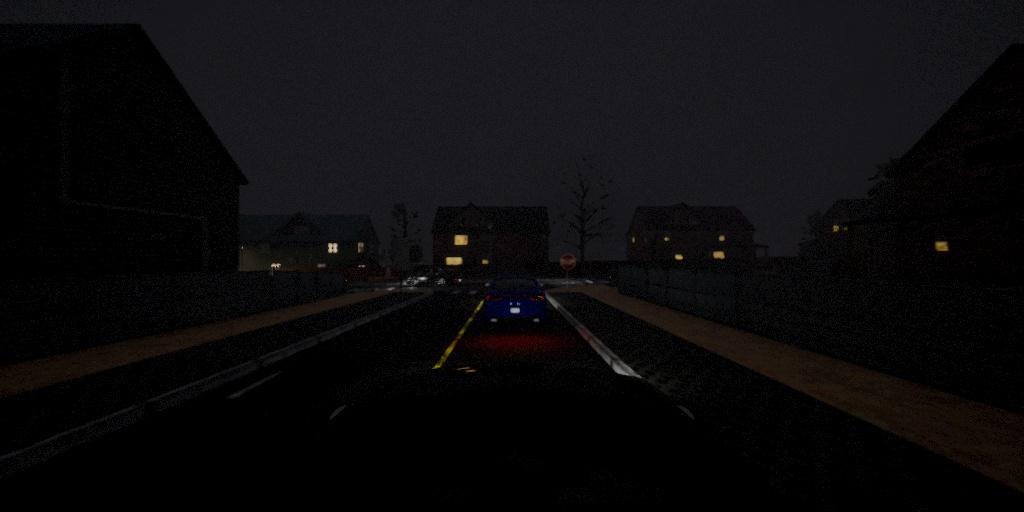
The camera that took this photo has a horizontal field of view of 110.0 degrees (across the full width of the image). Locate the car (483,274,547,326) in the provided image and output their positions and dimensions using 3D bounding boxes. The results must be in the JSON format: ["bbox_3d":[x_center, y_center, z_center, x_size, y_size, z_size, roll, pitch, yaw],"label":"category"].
[{"bbox_3d":[0.086,1.361,12.225,1.882,1.535,5.008,0,-1,0],"label":"car"}]

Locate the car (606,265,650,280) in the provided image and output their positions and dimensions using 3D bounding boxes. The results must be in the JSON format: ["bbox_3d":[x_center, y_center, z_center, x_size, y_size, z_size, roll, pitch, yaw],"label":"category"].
[{"bbox_3d":[10.362,1.402,29.833,4.718,1.301,1.895,-1,0,-1],"label":"car"}]

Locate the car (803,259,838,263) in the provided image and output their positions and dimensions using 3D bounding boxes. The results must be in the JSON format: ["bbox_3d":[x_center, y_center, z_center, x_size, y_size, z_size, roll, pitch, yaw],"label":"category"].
[{"bbox_3d":[25.653,0.989,29.907,5.357,1.411,2.033,-1,0,0],"label":"car"}]

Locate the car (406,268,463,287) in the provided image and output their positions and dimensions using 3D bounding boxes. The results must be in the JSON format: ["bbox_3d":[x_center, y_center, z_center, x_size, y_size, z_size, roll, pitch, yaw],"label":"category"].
[{"bbox_3d":[-6.356,1.704,29.225,4.892,1.490,1.837,-1,-3,24],"label":"car"}]

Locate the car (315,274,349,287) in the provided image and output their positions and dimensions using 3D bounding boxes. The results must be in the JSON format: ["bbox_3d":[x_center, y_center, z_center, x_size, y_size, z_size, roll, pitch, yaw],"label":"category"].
[{"bbox_3d":[-14.854,2.002,26.839,4.718,1.301,1.895,-1,0,0],"label":"car"}]
